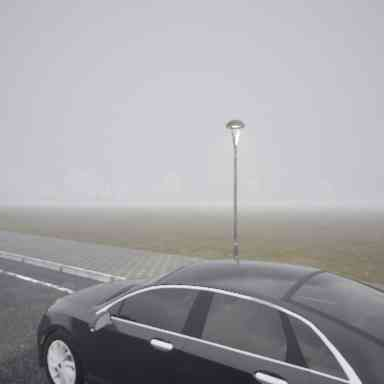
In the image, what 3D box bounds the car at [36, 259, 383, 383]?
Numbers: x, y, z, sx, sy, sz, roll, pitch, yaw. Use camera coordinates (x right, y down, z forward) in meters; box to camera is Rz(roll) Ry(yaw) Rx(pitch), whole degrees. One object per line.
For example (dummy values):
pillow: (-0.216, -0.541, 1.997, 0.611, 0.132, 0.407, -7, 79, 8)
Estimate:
car: (0.287, 1.508, 3.506, 4.892, 1.490, 1.837, 0, 0, 36)
